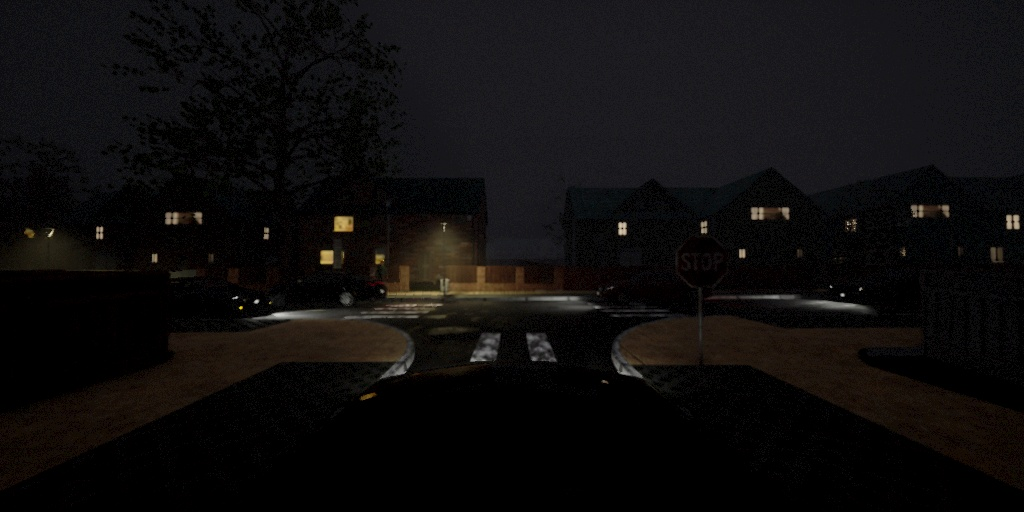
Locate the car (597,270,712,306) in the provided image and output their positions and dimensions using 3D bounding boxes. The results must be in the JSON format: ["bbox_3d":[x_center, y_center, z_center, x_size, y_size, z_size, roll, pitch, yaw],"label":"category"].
[{"bbox_3d":[6.001,1.311,15.319,4.674,1.442,1.812,0,-1,1],"label":"car"}]

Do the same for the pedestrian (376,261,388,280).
[{"bbox_3d":[-6.714,1.120,18.411,0.375,1.860,0.375,0,-1,1],"label":"pedestrian"}]

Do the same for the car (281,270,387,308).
[{"bbox_3d":[-8.052,1.399,15.677,5.008,1.535,1.882,-1,-3,6],"label":"car"}]

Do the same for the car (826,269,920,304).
[{"bbox_3d":[16.662,1.243,15.185,5.357,1.411,2.033,0,-1,1],"label":"car"}]

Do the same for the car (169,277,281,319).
[{"bbox_3d":[-10.948,1.434,12.587,4.181,1.385,1.994,-1,-1,0],"label":"car"}]
